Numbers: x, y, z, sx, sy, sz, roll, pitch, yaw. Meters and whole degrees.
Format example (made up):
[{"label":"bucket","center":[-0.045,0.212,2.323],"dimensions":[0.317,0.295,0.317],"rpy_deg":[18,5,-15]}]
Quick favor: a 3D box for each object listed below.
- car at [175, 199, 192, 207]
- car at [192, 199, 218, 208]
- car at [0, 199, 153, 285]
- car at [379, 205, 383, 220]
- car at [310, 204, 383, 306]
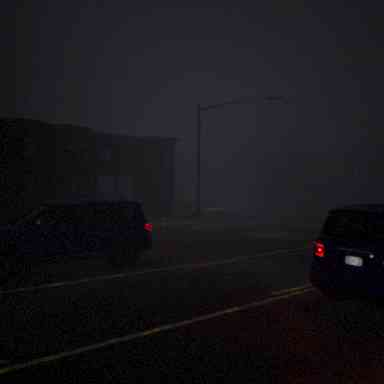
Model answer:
[{"label":"car","center":[-1.739,1.861,55.677],"dimensions":[2.033,1.411,5.357],"rpy_deg":[1,0,-34]},{"label":"car","center":[2.485,1.872,55.618],"dimensions":[1.812,1.442,4.674],"rpy_deg":[1,-1,-33]},{"label":"car","center":[-3.851,1.247,9.802],"dimensions":[5.566,2.045,2.150],"rpy_deg":[1,0,-35]},{"label":"car","center":[18.484,1.922,29.407],"dimensions":[1.895,1.301,4.718],"rpy_deg":[0,0,9]},{"label":"car","center":[4.899,1.303,7.368],"dimensions":[5.566,2.045,2.150],"rpy_deg":[1,0,-38]}]
